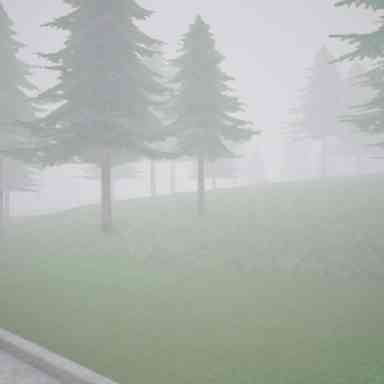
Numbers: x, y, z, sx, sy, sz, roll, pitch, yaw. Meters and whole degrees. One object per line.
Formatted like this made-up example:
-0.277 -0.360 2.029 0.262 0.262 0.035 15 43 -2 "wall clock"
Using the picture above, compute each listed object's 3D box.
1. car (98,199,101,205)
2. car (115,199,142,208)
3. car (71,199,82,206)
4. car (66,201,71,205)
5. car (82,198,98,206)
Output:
-14.802 2.045 62.462 1.812 1.442 4.674 -1 0 35 "car"
-11.940 2.007 60.449 1.812 1.442 4.674 -1 0 35 "car"
-22.598 2.121 71.380 1.882 1.535 5.008 -1 0 35 "car"
-25.464 2.205 73.389 1.812 1.442 4.674 -1 0 35 "car"
-19.732 2.130 69.371 2.128 1.511 4.902 -1 0 35 "car"
